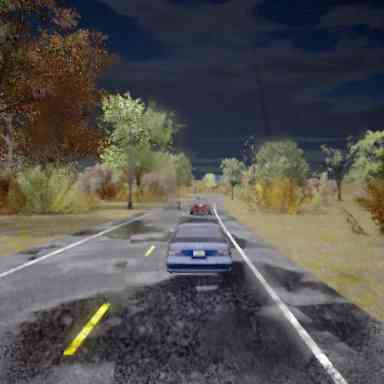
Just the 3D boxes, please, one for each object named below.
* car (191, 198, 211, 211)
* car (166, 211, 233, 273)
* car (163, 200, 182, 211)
[{"bbox_3d":[0.979,1.427,35.856,2.097,1.767,4.553,0,0,3],"label":"car"},{"bbox_3d":[0.210,1.573,10.780,2.033,1.411,5.357,0,0,1],"label":"car"},{"bbox_3d":[-2.408,1.644,41.989,1.994,1.385,4.181,0,0,3],"label":"car"}]
